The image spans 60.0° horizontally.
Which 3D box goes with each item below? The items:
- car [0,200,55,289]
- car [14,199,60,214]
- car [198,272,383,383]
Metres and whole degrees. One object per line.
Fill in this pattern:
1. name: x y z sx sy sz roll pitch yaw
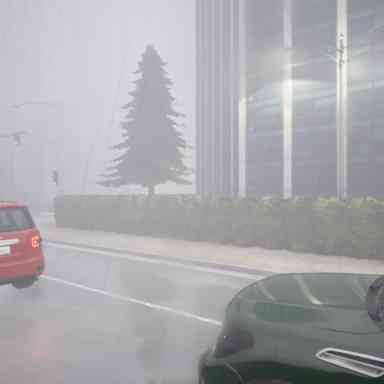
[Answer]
1. car: -5.762 1.221 8.033 5.566 2.045 2.150 0 0 38
2. car: -17.214 1.564 37.021 1.994 1.385 4.181 0 0 36
3. car: 2.711 1.221 2.057 5.566 2.045 2.150 0 0 36
